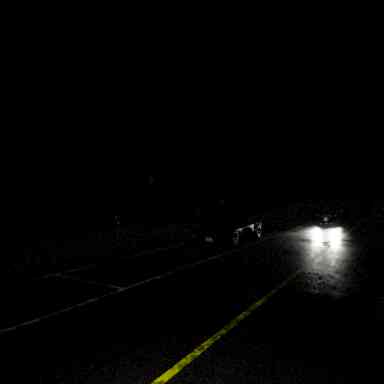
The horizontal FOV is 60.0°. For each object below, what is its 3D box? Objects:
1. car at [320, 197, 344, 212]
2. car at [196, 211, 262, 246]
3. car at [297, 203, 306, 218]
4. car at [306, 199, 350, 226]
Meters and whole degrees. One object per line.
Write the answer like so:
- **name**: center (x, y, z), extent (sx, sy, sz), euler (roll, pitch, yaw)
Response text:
- **car**: center (16.446, 1.442, 38.843), extent (1.967, 1.590, 4.097), euler (0, 0, 32)
- **car**: center (1.844, 1.566, 15.392), extent (1.947, 1.339, 4.313), euler (0, 0, 32)
- **car**: center (10.605, 1.583, 29.463), extent (1.802, 1.307, 4.206), euler (0, 0, 32)
- **car**: center (9.873, 1.492, 23.425), extent (2.128, 1.511, 4.902), euler (0, 0, 32)
